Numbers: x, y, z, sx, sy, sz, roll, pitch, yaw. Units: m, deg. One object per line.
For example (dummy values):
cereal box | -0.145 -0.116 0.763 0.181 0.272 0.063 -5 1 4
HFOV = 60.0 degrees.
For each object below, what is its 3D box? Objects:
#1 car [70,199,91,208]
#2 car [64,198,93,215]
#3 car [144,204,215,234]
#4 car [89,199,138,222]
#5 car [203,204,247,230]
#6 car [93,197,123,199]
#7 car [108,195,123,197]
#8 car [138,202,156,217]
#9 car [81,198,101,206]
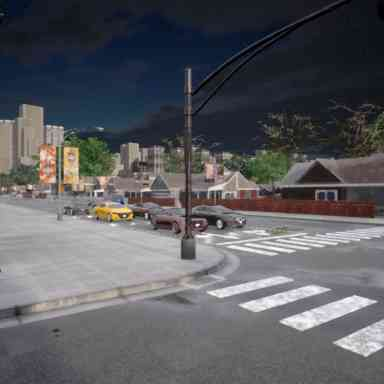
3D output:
car | -19.408 1.888 57.612 2.033 1.411 5.357 0 0 -34
car | -12.796 1.728 36.803 1.837 1.490 4.892 0 0 -35
car | -0.853 1.660 19.993 1.994 1.385 4.181 0 0 -35
car | -6.800 1.638 28.373 1.882 1.535 5.008 0 0 -35
car | 1.569 1.602 22.195 1.837 1.490 4.892 0 0 -35
car | -9.982 1.698 38.452 1.882 1.535 5.008 0 0 -35
car | -12.942 1.523 54.146 2.150 2.045 5.566 0 0 -36
car | -4.007 1.662 30.034 1.837 1.490 4.892 0 0 -36
car | -19.093 1.908 62.626 2.033 1.411 5.357 0 0 -35
